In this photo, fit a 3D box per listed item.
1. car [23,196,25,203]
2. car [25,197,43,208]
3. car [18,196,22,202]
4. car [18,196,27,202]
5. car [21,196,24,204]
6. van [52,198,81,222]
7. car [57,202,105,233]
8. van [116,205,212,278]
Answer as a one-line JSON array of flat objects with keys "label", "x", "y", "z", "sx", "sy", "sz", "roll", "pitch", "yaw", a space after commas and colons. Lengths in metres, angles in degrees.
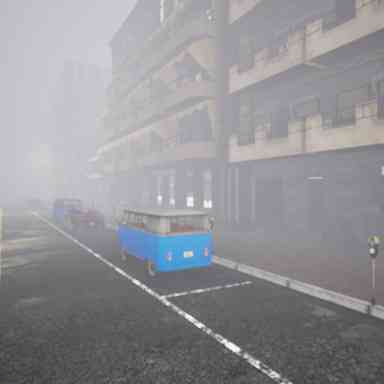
[{"label": "car", "x": -25.604, "y": 1.551, "z": 53.409, "sx": 1.752, "sy": 1.417, "sz": 4.829, "roll": 0, "pitch": 0, "yaw": -30}, {"label": "car", "x": -22.796, "y": 1.586, "z": 48.458, "sx": 1.947, "sy": 1.339, "sz": 4.313, "roll": 0, "pitch": 0, "yaw": -30}, {"label": "car", "x": -33.694, "y": 1.592, "z": 67.674, "sx": 1.887, "sy": 1.381, "sz": 4.507, "roll": 0, "pitch": 0, "yaw": -30}, {"label": "car", "x": -41.867, "y": 1.618, "z": 82.086, "sx": 1.887, "sy": 1.381, "sz": 4.507, "roll": 0, "pitch": 0, "yaw": -30}, {"label": "car", "x": -28.330, "y": 1.558, "z": 58.213, "sx": 1.752, "sy": 1.417, "sz": 4.829, "roll": 0, "pitch": 0, "yaw": -30}, {"label": "van", "x": -9.175, "y": 1.345, "z": 24.435, "sx": 1.690, "sy": 1.788, "sz": 3.998, "roll": 0, "pitch": 0, "yaw": -30}, {"label": "car", "x": -6.451, "y": 1.546, "z": 19.631, "sx": 1.887, "sy": 1.381, "sz": 4.507, "roll": 0, "pitch": 0, "yaw": -30}, {"label": "van", "x": -1.003, "y": 1.340, "z": 10.023, "sx": 1.690, "sy": 1.788, "sz": 3.998, "roll": 0, "pitch": 0, "yaw": -30}]
